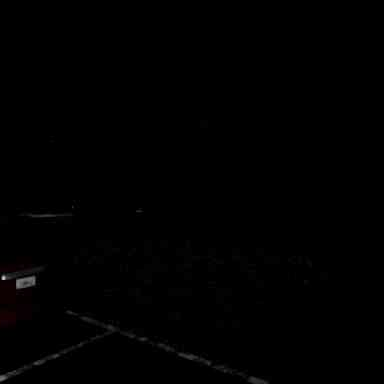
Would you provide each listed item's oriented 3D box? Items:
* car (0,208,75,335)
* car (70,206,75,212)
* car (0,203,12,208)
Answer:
[{"bbox_3d":[-4.187,1.313,5.942,5.009,1.841,2.192,0,-1,36],"label":"car"},{"bbox_3d":[-11.647,1.831,38.733,1.895,1.301,4.718,-1,-1,37],"label":"car"},{"bbox_3d":[-18.528,1.625,29.466,2.128,1.511,4.902,-1,-1,37],"label":"car"}]
